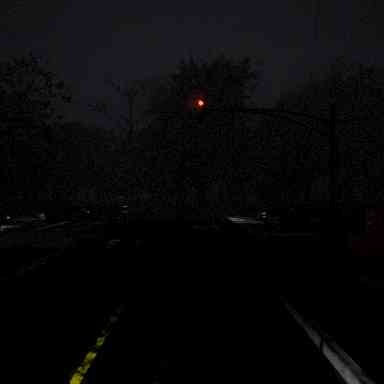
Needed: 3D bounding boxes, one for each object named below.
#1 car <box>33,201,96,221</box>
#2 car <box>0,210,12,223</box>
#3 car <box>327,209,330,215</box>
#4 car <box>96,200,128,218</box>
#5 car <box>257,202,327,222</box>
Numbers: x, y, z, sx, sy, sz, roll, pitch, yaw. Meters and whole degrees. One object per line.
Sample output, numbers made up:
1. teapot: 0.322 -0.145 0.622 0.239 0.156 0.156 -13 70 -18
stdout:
1. car: -10.215 1.533 26.289 4.181 1.385 1.994 0 0 0
2. car: -14.901 1.472 22.823 4.674 1.442 1.812 0 0 0
3. car: 9.649 1.647 29.611 4.718 1.301 1.895 0 0 0
4. car: -8.158 1.472 29.547 4.902 1.511 2.128 0 0 0
5. car: 7.608 1.540 26.115 4.892 1.490 1.837 0 0 -4
